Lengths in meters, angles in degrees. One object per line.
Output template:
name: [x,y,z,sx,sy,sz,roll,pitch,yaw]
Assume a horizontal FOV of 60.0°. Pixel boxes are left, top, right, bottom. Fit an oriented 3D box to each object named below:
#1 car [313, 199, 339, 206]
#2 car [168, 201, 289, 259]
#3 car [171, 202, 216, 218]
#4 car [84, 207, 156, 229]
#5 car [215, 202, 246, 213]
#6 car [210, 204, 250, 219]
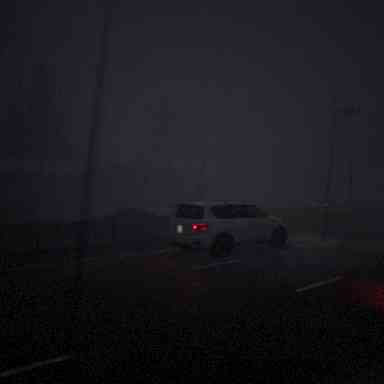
car: [17.676,1.767,43.755,2.097,1.767,4.553,-1,-2,45]
car: [1.646,1.388,13.665,5.566,2.045,2.150,0,-1,-39]
car: [0.279,1.945,36.157,5.008,1.535,1.882,1,-1,-44]
car: [-4.771,1.813,22.418,5.008,1.535,1.882,0,-1,-39]
car: [5.368,2.114,46.160,1.994,1.385,4.181,-1,-1,45]
car: [4.016,1.983,34.907,4.181,1.385,1.994,0,-1,-44]
